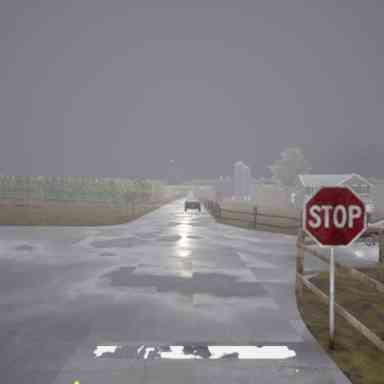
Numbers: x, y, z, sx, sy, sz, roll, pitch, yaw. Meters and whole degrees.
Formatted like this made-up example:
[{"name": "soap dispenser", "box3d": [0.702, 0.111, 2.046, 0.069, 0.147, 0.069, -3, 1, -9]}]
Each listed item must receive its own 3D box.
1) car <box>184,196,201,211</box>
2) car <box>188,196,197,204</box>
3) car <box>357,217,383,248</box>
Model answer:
[{"name": "car", "box3d": [0.073, 1.548, 42.074, 1.882, 1.535, 5.008, 0, 0, 0]}, {"name": "car", "box3d": [0.059, 1.610, 69.667, 1.882, 1.535, 5.008, 0, 0, 0]}, {"name": "car", "box3d": [10.258, 1.940, 16.661, 5.008, 1.535, 1.882, 2, 1, 1]}]
